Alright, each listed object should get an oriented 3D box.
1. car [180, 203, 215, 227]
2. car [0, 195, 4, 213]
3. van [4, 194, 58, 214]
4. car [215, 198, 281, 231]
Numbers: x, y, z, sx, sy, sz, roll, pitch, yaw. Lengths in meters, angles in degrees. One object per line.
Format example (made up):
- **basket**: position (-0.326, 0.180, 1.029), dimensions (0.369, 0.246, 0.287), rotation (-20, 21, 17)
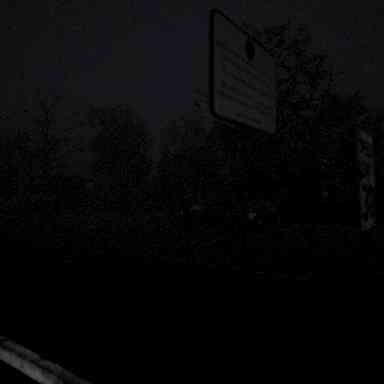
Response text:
- **car**: position (1.045, 1.422, 21.790), dimensions (2.002, 1.452, 4.674), rotation (0, 0, 35)
- **car**: position (-18.131, 1.439, 35.527), dimensions (1.946, 1.575, 5.366), rotation (-1, 0, 35)
- **van**: position (-16.021, 1.184, 33.675), dimensions (1.878, 1.987, 4.442), rotation (-1, 0, 35)
- **car**: position (3.666, 1.272, 20.003), dimensions (2.185, 1.767, 4.553), rotation (0, 0, 35)
